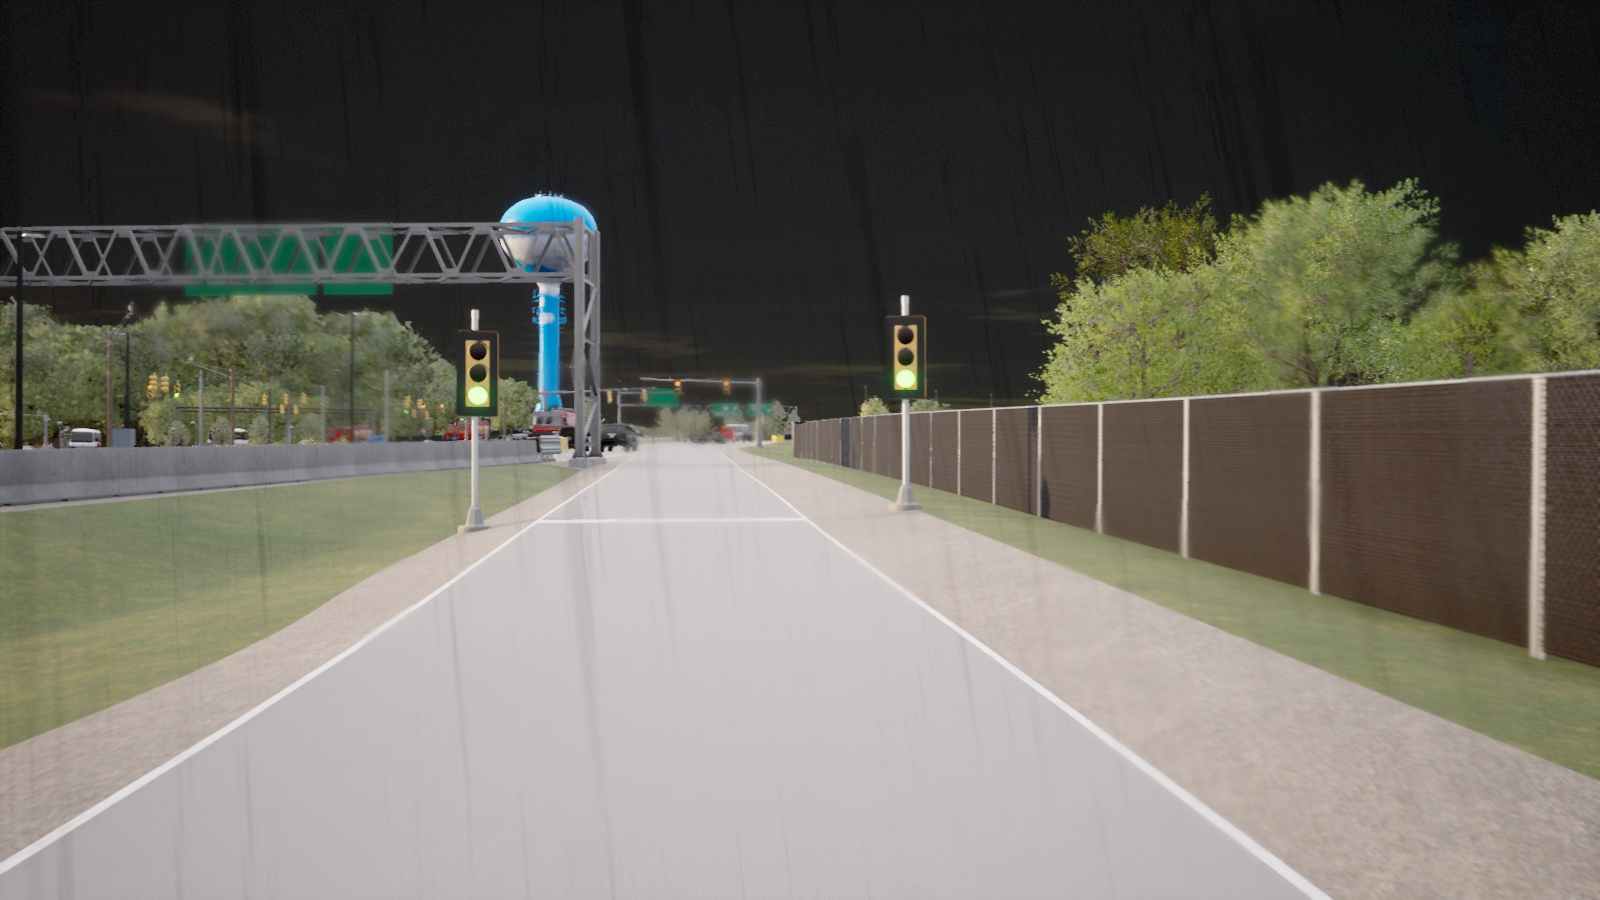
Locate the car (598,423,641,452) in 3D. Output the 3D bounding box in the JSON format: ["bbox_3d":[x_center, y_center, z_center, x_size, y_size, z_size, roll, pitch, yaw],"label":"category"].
[{"bbox_3d":[-13.185,-0.897,92.033,2.150,2.045,5.566,0,1,2],"label":"car"}]

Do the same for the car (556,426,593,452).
[{"bbox_3d":[-16.658,-0.824,92.872,1.905,1.878,3.866,0,1,2],"label":"car"}]
